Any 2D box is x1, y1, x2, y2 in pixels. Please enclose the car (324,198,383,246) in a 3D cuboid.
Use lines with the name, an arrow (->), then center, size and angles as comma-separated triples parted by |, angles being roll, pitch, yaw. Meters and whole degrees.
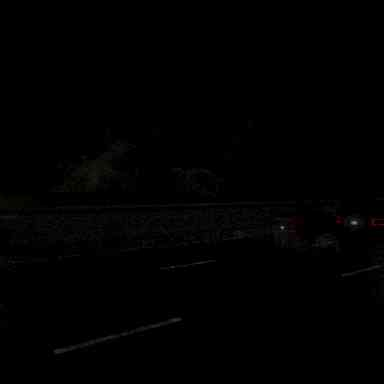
car -> 8.293, 1.255, 14.084 | 5.566, 2.045, 2.150 | 0, 0, -35

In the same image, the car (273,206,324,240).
car -> 6.236, 1.492, 16.916 | 4.902, 1.511, 2.128 | 0, 0, -35
